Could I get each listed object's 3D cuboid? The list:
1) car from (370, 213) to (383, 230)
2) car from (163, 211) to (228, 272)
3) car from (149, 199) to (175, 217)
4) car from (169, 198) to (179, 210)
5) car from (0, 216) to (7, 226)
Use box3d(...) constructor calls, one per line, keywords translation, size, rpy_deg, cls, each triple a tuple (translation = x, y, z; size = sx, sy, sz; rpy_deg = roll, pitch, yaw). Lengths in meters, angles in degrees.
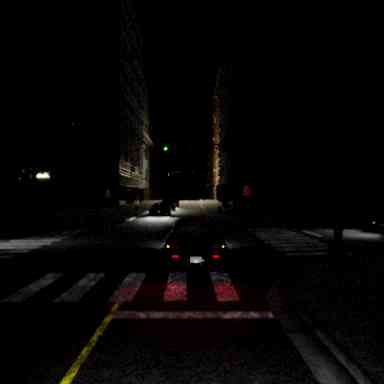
box3d(translation=(12.464, 1.442, 18.387), size=(4.892, 1.490, 1.837), rpy_deg=(-1, -1, 0), cls="car")
box3d(translation=(0.099, 1.561, 10.795), size=(1.812, 1.442, 4.674), rpy_deg=(0, 0, 0), cls="car")
box3d(translation=(-3.100, 1.666, 32.996), size=(1.994, 1.385, 4.181), rpy_deg=(0, 0, 0), cls="car")
box3d(translation=(-3.083, 1.634, 42.949), size=(1.837, 1.490, 4.892), rpy_deg=(0, 0, 0), cls="car")
box3d(translation=(-14.397, 1.763, 20.979), size=(4.829, 1.417, 1.752), rpy_deg=(-1, 0, 0), cls="car")
